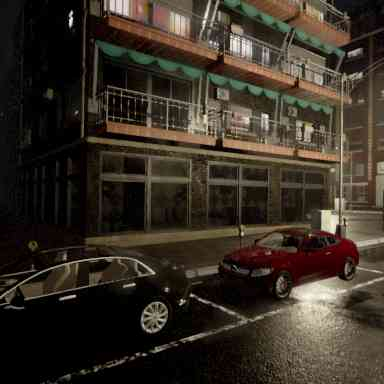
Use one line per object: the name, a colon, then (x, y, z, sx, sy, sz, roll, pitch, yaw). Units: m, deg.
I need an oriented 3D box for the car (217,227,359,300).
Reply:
car: (2.567, 1.584, 8.345, 4.206, 1.307, 1.802, 0, 1, -36)

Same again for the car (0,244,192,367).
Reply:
car: (-2.057, 1.551, 5.036, 4.403, 1.369, 2.008, 0, 1, -36)
